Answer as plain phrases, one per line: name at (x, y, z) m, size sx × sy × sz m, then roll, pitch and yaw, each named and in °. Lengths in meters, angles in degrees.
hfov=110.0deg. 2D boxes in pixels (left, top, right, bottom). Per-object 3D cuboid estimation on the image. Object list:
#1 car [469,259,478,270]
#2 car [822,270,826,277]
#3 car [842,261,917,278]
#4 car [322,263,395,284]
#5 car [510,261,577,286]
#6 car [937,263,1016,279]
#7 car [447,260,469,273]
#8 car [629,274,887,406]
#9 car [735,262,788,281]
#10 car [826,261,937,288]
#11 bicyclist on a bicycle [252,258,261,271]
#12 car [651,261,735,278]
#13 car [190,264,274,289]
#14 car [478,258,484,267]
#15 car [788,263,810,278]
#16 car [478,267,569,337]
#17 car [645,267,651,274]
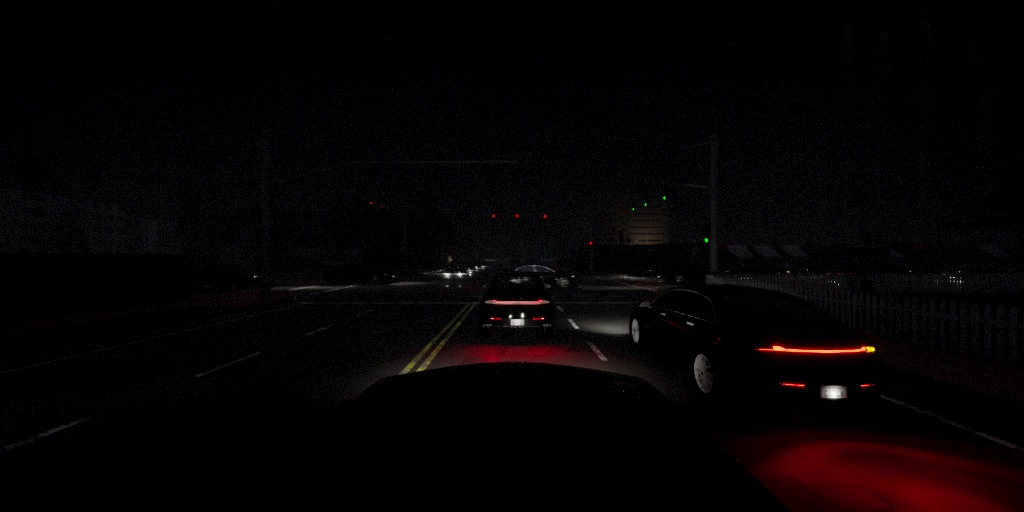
car at (-6.751, 1.275, 54.140) m, size 1.812 × 1.442 × 4.674 m, roll 0°, pitch 0°, yaw 1°
car at (28.890, 1.276, 30.144) m, size 4.674 × 1.442 × 1.812 m, roll 0°, pitch 0°, yaw -1°
car at (34.499, 1.241, 33.751) m, size 4.902 × 1.511 × 2.128 m, roll 0°, pitch 0°, yaw -1°
car at (-11.051, 1.256, 25.977) m, size 4.892 × 1.490 × 1.837 m, roll 0°, pitch 0°, yaw -2°
car at (1.622, 1.241, 22.556) m, size 4.902 × 1.511 × 2.128 m, roll 0°, pitch 0°, yaw 0°
car at (38.889, 1.276, 30.322) m, size 4.674 × 1.442 × 1.812 m, roll 0°, pitch 0°, yaw -1°
car at (-6.823, 1.255, 44.317) m, size 1.837 × 1.490 × 4.892 m, roll 0°, pitch 0°, yaw 0°
car at (3.589, 1.255, 6.383) m, size 1.837 × 1.490 × 4.892 m, roll 0°, pitch 0°, yaw 1°
car at (19.629, 1.241, 29.981) m, size 4.902 × 1.511 × 2.128 m, roll 0°, pitch 0°, yaw -1°
car at (23.440, 1.255, 22.852) m, size 4.892 × 1.490 × 1.837 m, roll 0°, pitch 0°, yaw -1°
bicyclist on a bicycle at (-26.157, 1.051, 36.812) m, size 0.582 × 1.620 × 1.656 m, roll 0°, pitch 0°, yaw -3°
car at (13.114, 1.255, 26.173) m, size 4.892 × 1.490 × 1.837 m, roll 0°, pitch 0°, yaw -1°
car at (-17.555, 1.241, 22.264) m, size 4.902 × 1.511 × 2.128 m, roll 0°, pitch 0°, yaw -2°
car at (-6.643, 1.314, 64.183) m, size 1.994 × 1.385 × 4.181 m, roll 0°, pitch 0°, yaw 1°
car at (24.675, 1.297, 33.576) m, size 5.357 × 1.411 × 2.033 m, roll 0°, pitch 0°, yaw -1°
car at (0.134, 1.241, 10.289) m, size 2.128 × 1.511 × 4.902 m, roll 0°, pitch 0°, yaw 0°
car at (14.936, 1.255, 33.460) m, size 4.892 × 1.490 × 1.837 m, roll 0°, pitch 0°, yaw 1°
